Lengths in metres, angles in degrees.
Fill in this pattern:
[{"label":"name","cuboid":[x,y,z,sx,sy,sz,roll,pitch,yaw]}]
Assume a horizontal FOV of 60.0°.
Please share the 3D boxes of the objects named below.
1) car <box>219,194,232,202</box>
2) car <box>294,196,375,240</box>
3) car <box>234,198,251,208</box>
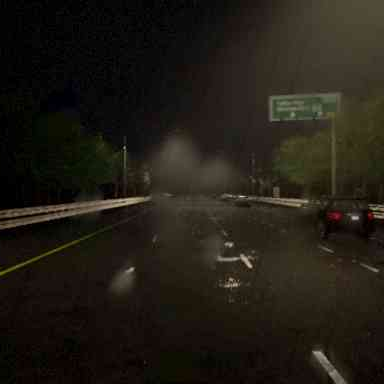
[{"label":"car","cuboid":[7.111,1.494,74.407,2.033,1.411,5.357,0,0,0]},{"label":"car","cuboid":[7.012,1.215,16.977,2.150,2.045,5.566,0,0,0]},{"label":"car","cuboid":[7.063,1.518,47.279,2.033,1.411,5.357,0,0,0]}]
